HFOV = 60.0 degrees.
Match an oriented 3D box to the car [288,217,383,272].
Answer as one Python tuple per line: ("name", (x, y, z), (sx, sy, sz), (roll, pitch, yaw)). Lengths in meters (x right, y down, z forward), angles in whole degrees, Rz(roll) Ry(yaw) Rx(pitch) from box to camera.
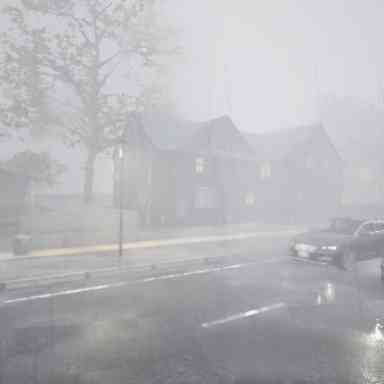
("car", (5.363, 1.638, 11.390), (4.902, 1.511, 2.128), (1, -1, -35))

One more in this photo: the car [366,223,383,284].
("car", (6.687, 1.614, 8.355), (5.008, 1.535, 1.882), (1, -1, -35))
